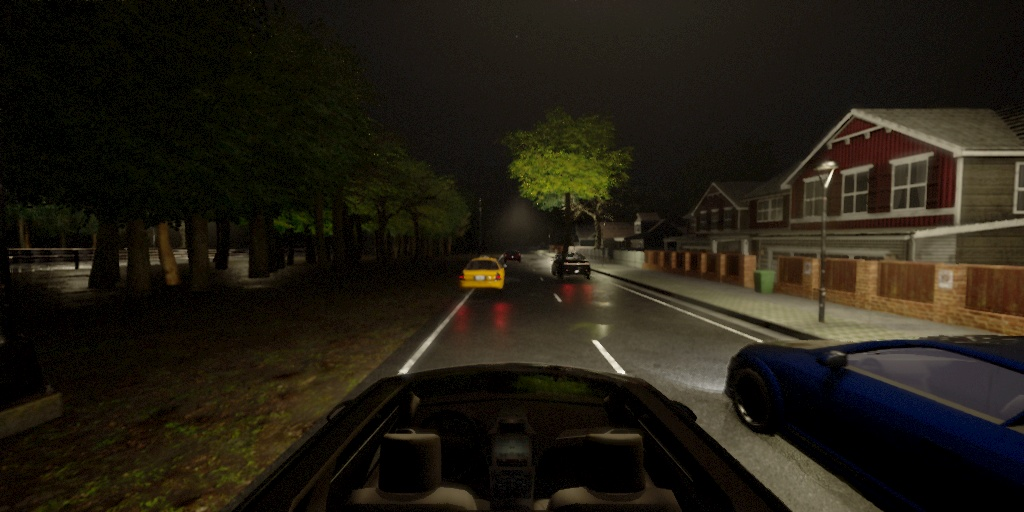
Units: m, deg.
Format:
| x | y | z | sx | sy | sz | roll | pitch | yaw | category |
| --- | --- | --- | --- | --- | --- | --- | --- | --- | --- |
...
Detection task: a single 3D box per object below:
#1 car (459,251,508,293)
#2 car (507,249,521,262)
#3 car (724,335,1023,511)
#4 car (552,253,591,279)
| x | y | z | sx | sy | sz | roll | pitch | yaw | category |
| --- | --- | --- | --- | --- | --- | --- | --- | --- | --- |
| -1.225 | 0.725 | 16.308 | 1.801 | 1.575 | 5.366 | 0 | 2 | 0 | car |
| 0.073 | 0.000 | 42.825 | 1.994 | 1.385 | 4.181 | 0 | 2 | 0 | car |
| 3.599 | 1.280 | 2.679 | 1.994 | 1.385 | 4.181 | 0 | 2 | 0 | car |
| 3.601 | 0.569 | 22.278 | 2.128 | 1.511 | 4.902 | 0 | 2 | 0 | car |
